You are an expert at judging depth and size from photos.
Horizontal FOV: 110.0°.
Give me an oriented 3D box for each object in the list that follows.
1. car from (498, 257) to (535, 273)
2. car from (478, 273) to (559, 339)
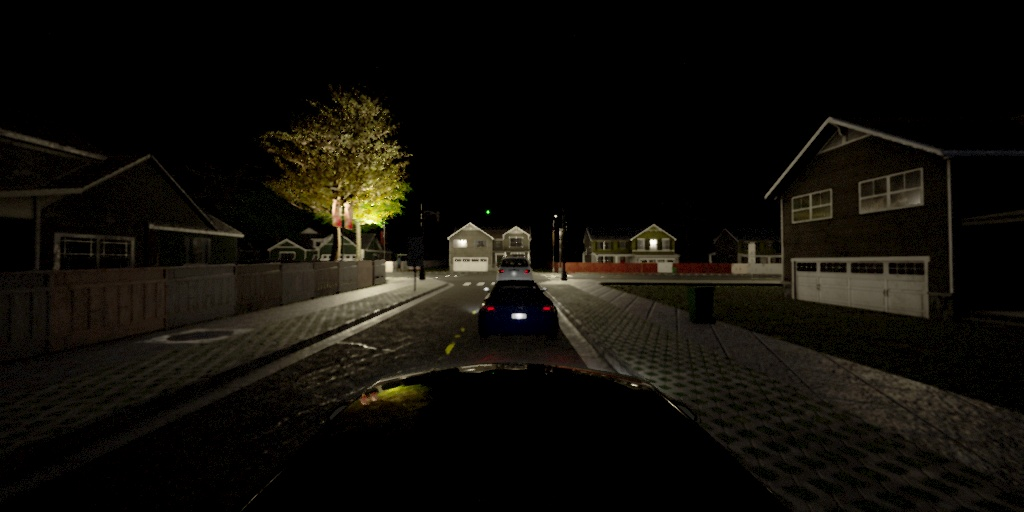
[{"bbox_3d":[0.287,1.102,23.629,2.150,2.045,5.566,0,0,4],"label":"car"},{"bbox_3d":[0.109,1.365,10.240,1.994,1.385,4.181,0,0,-2],"label":"car"}]
